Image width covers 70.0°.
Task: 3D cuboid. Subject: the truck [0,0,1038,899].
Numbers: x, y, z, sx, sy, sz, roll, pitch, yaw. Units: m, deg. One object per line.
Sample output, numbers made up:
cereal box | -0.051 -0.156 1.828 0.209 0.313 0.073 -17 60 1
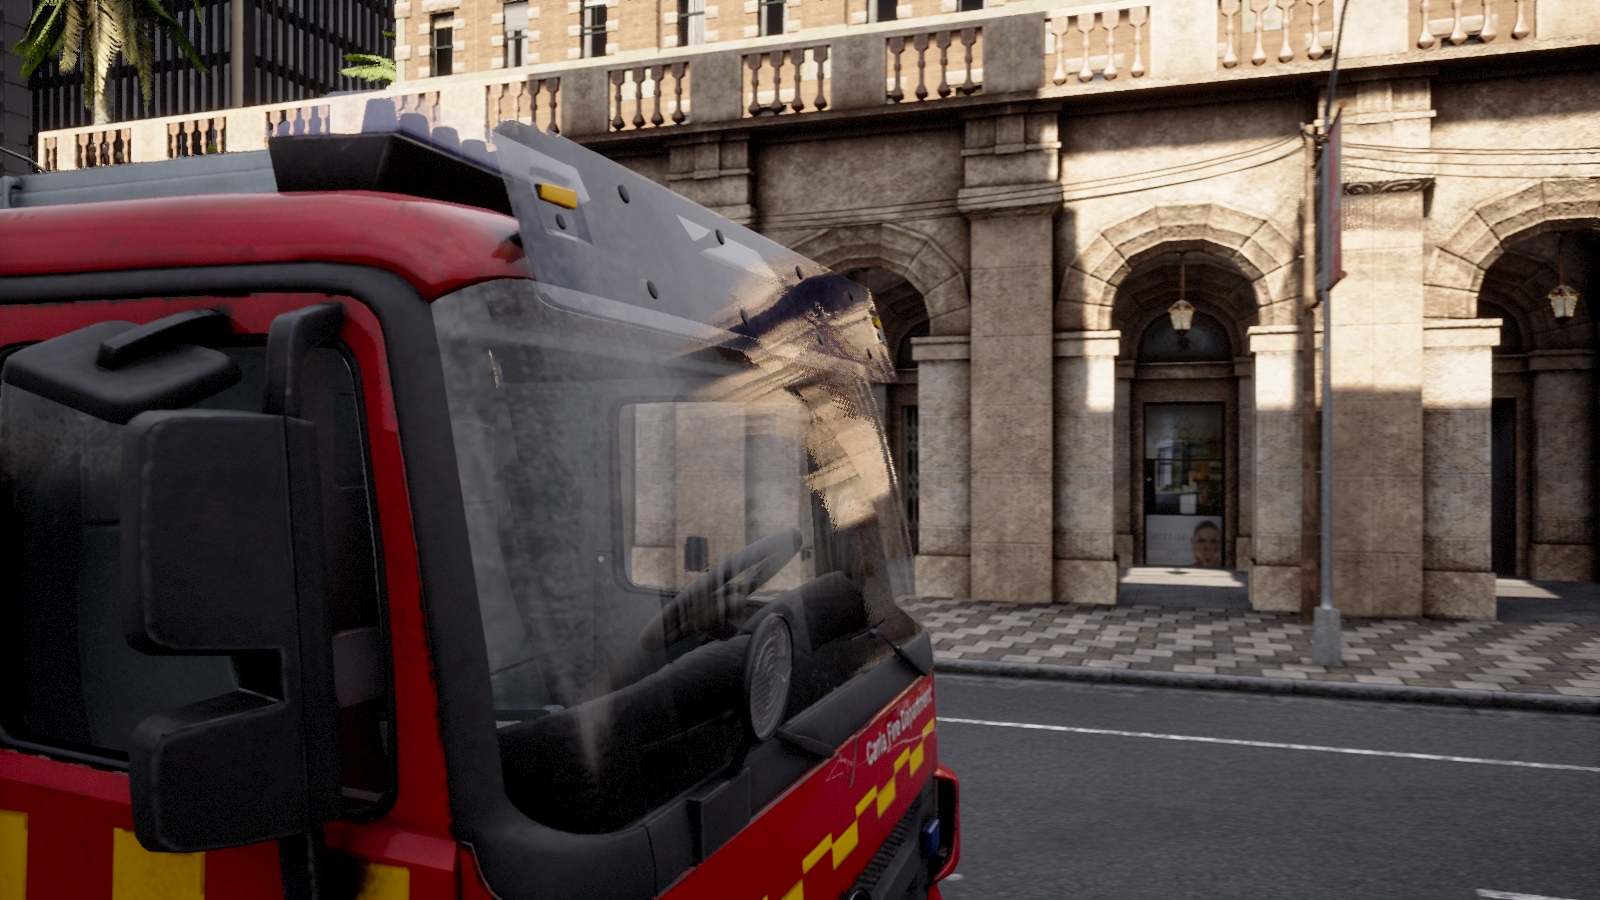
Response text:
truck | -3.615 0.891 4.134 8.468 3.827 2.891 0 0 19
